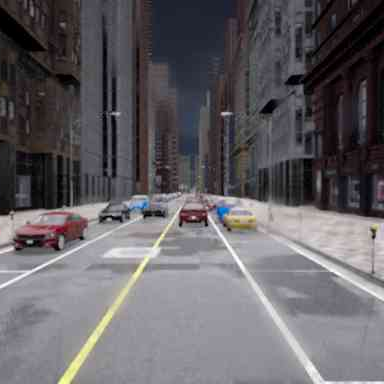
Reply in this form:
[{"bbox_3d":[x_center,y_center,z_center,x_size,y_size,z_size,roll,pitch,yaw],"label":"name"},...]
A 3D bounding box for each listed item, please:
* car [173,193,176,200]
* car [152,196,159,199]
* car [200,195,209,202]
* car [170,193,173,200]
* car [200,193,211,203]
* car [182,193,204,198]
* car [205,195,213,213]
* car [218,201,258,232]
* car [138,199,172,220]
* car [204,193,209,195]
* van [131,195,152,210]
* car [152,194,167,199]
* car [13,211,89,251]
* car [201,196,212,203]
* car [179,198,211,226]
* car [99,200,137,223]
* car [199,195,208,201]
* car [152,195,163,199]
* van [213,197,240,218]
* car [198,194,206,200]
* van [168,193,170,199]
[{"bbox_3d":[-5.764,1.338,81.693,1.967,1.590,4.097,0,0,0],"label":"car"},{"bbox_3d":[-5.764,1.510,42.236,1.947,1.339,4.313,0,0,0],"label":"car"},{"bbox_3d":[2.761,1.449,76.065,1.887,1.381,4.507,0,0,0],"label":"car"},{"bbox_3d":[-5.764,1.351,70.419,1.967,1.590,4.097,0,0,0],"label":"car"},{"bbox_3d":[2.760,1.226,70.429,2.192,1.841,5.009,0,0,0],"label":"car"},{"bbox_3d":[0.101,1.295,42.652,2.097,1.767,4.553,0,0,0],"label":"car"},{"bbox_3d":[2.760,1.391,36.611,1.967,1.590,4.097,0,0,0],"label":"car"},{"bbox_3d":[2.760,1.496,19.872,1.752,1.417,4.829,0,0,0],"label":"car"},{"bbox_3d":[-3.000,1.562,28.054,1.895,1.301,4.718,0,0,0],"label":"car"},{"bbox_3d":[2.761,1.364,59.155,1.967,1.590,4.097,0,0,0],"label":"car"},{"bbox_3d":[-5.765,1.292,36.599,1.690,1.788,3.998,0,0,0],"label":"van"},{"bbox_3d":[-5.765,1.246,53.509,2.192,1.841,5.009,0,0,0],"label":"car"},{"bbox_3d":[-5.764,1.523,14.052,1.887,1.381,4.507,0,0,0],"label":"car"},{"bbox_3d":[2.761,1.483,64.792,1.947,1.339,4.313,0,0,0],"label":"car"},{"bbox_3d":[0.100,1.444,23.215,1.882,1.535,5.008,0,0,0],"label":"car"},{"bbox_3d":[-5.764,1.530,25.326,1.947,1.339,4.313,0,0,0],"label":"car"},{"bbox_3d":[2.761,1.464,81.701,1.947,1.339,4.313,0,0,0],"label":"car"},{"bbox_3d":[-5.764,1.503,47.873,1.947,1.339,4.313,0,0,0],"label":"car"},{"bbox_3d":[2.760,1.305,25.337,1.690,1.788,3.998,0,0,0],"label":"van"},{"bbox_3d":[2.761,1.326,92.973,1.967,1.590,4.097,0,0,0],"label":"car"},{"bbox_3d":[-5.765,1.259,64.783,1.690,1.788,3.998,0,0,0],"label":"van"}]
